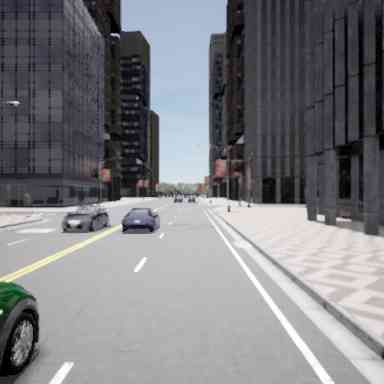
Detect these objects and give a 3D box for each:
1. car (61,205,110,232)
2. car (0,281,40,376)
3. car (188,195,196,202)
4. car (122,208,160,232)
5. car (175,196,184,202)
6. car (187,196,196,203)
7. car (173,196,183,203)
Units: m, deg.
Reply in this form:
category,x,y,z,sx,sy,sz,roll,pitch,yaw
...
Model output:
category,x,y,z,sx,sy,sz,roll,pitch,yaw
car,-6.554,1.601,20.955,2.128,1.511,4.902,0,0,0
car,-3.150,1.369,2.776,2.097,1.767,4.553,0,0,0
car,-0.027,1.697,88.315,1.882,1.535,5.008,0,0,0
car,-3.155,1.673,21.165,1.994,1.385,4.181,0,0,0
car,-3.277,1.760,88.313,2.033,1.411,5.357,0,0,0
car,-0.024,1.843,78.309,1.812,1.442,4.674,0,0,0
car,-3.274,1.844,78.308,1.812,1.442,4.674,0,0,0
